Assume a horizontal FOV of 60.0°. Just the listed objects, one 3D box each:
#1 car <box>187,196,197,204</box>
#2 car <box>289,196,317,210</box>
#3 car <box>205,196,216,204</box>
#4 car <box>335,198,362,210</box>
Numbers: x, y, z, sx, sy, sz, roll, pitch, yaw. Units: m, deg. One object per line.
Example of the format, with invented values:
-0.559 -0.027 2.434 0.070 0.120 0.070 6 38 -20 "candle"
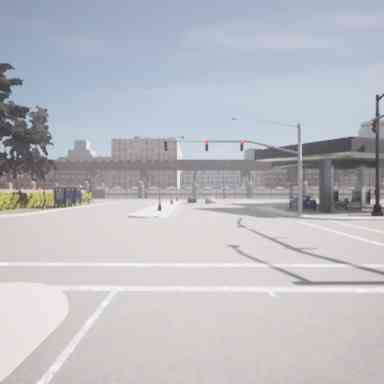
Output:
0.046 1.513 64.481 2.033 1.411 5.357 0 0 0 "car"
13.239 1.273 39.797 2.242 1.667 4.611 0 0 0 "car"
3.546 1.491 64.479 1.812 1.442 4.674 0 0 0 "car"
18.984 1.434 40.556 1.970 1.475 3.806 0 0 0 "car"
